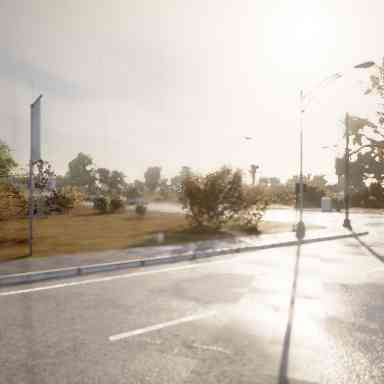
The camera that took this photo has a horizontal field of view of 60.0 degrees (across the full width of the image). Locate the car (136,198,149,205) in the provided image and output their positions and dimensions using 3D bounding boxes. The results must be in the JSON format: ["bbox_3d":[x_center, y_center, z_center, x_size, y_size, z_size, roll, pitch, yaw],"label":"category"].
[{"bbox_3d":[-9.351,1.735,58.337,1.994,1.385,4.181,0,0,-38],"label":"car"}]

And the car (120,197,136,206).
[{"bbox_3d":[-12.076,1.643,56.141,2.128,1.511,4.902,0,0,-38],"label":"car"}]

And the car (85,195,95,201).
[{"bbox_3d":[-25.039,1.721,84.230,2.033,1.411,5.357,0,0,-37],"label":"car"}]
